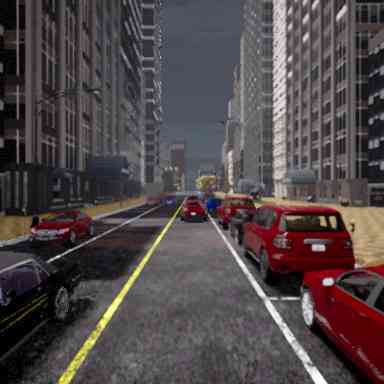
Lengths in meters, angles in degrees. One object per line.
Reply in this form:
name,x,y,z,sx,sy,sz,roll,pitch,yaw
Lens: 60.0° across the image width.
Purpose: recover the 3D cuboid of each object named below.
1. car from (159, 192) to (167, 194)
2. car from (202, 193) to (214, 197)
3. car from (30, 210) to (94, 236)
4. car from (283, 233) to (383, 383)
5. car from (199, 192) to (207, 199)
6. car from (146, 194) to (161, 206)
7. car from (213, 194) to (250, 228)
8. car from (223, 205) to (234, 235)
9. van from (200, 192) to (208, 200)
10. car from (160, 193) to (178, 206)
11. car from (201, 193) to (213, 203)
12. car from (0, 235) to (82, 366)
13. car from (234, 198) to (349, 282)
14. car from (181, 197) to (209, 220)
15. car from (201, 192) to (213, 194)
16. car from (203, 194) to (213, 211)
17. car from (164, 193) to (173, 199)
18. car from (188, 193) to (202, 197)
car,-5.677,0.906,64.868,2.192,1.841,5.009,0,0,0
car,2.700,1.263,48.251,1.947,1.339,4.313,0,0,0
car,-5.685,1.488,15.017,1.802,1.307,4.206,0,0,0
car,2.694,1.520,3.937,1.887,1.381,4.507,0,0,0
car,2.704,0.925,81.485,1.967,1.590,4.097,0,0,0
car,-5.680,1.279,48.252,1.802,1.307,4.206,0,0,0
car,2.698,1.186,20.554,2.192,1.841,5.009,0,0,0
car,2.696,1.472,15.016,1.947,1.339,4.313,0,0,0
van,2.704,0.861,75.945,1.690,1.788,3.998,0,0,0
car,-3.068,1.227,47.397,1.812,1.442,4.674,0,0,0
car,2.702,1.066,59.328,1.967,1.590,4.097,0,0,0
car,-3.099,1.573,4.290,1.895,1.301,4.718,0,0,0
car,2.696,1.255,9.475,2.192,1.841,5.009,0,0,0
car,0.103,1.363,25.835,1.812,1.442,4.674,0,0,0
car,2.702,0.977,53.789,2.192,1.841,5.009,0,0,0
car,2.365,1.267,33.575,1.882,1.535,5.008,0,0,0
car,-5.676,1.030,81.487,1.887,1.381,4.507,0,0,0
car,0.106,1.213,46.518,1.837,1.490,4.892,0,0,0
